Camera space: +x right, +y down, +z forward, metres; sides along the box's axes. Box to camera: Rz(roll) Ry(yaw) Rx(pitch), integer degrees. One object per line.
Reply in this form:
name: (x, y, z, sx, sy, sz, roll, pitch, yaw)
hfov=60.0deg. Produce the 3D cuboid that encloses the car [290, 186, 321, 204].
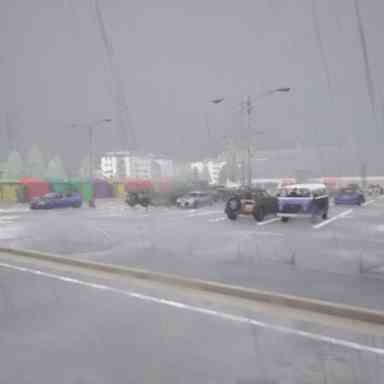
car: (13.444, 0.307, 39.159, 1.970, 1.475, 3.806, 0, 2, 34)

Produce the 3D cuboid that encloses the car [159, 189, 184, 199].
car: (-3.009, 0.262, 50.165, 1.784, 1.438, 3.905, 0, 2, 34)

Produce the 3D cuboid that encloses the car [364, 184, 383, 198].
car: (27.788, -0.421, 50.487, 1.932, 1.855, 4.605, 0, 2, 34)

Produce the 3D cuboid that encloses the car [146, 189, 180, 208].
car: (-2.161, 0.695, 31.450, 1.784, 1.438, 3.905, 0, 2, 34)

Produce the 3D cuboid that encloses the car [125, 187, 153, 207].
car: (-4.421, 0.484, 32.898, 1.932, 1.855, 4.605, 0, 2, 34)

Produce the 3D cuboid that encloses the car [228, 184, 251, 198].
car: (9.098, -0.435, 63.047, 1.905, 1.878, 3.866, 0, 2, 34)

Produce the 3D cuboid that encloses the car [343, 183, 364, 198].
car: (25.415, -0.422, 52.145, 1.905, 1.878, 3.866, 0, 2, 34)

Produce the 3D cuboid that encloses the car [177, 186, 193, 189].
car: (-0.642, 0.056, 48.493, 1.932, 1.855, 4.605, 0, 2, 34)

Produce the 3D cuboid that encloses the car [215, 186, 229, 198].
car: (6.704, -0.198, 64.675, 1.970, 1.475, 3.806, 0, 2, 34)

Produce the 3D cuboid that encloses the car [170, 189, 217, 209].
car: (0.243, 0.729, 29.837, 1.970, 1.475, 3.806, 0, 2, 34)
